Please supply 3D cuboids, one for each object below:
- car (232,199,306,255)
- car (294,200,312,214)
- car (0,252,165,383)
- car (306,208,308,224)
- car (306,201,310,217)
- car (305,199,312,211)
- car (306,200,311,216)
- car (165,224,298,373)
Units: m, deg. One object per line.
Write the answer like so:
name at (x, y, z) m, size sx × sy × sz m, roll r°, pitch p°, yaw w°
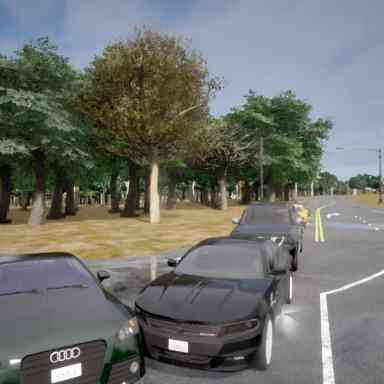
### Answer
car at (2.881, 1.459, 12.363) m, size 2.150 × 2.045 × 5.566 m, roll -2°, pitch 0°, yaw 21°
car at (13.382, 1.745, 40.094) m, size 1.812 × 1.442 × 4.674 m, roll -1°, pitch 0°, yaw 21°
car at (-2.297, 1.642, 4.933) m, size 1.994 × 1.385 × 4.181 m, roll 1°, pitch -2°, yaw -33°
car at (5.117, 1.773, 18.263) m, size 1.895 × 1.301 × 4.718 m, roll -1°, pitch 0°, yaw 21°
car at (7.275, 1.662, 24.014) m, size 1.882 × 1.535 × 5.008 m, roll -1°, pitch 0°, yaw 21°
car at (11.378, 1.561, 34.887) m, size 2.097 × 1.767 × 4.553 m, roll -1°, pitch 0°, yaw 21°
car at (9.342, 1.723, 29.515) m, size 1.812 × 1.442 × 4.674 m, roll -1°, pitch 0°, yaw 21°
car at (0.751, 1.612, 6.226) m, size 1.882 × 1.535 × 5.008 m, roll -1°, pitch -2°, yaw 21°
